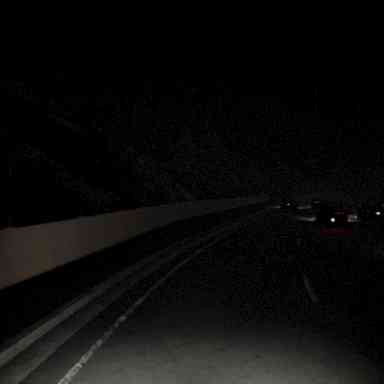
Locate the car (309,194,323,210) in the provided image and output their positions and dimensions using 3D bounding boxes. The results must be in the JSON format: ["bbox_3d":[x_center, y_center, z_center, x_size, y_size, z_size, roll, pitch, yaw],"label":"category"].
[{"bbox_3d":[15.618,1.393,40.976,2.128,1.511,4.902,1,0,19],"label":"car"}]

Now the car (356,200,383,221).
[{"bbox_3d":[14.410,1.536,26.509,1.994,1.385,4.181,1,0,19],"label":"car"}]

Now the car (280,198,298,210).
[{"bbox_3d":[12.160,1.433,41.680,1.994,1.385,4.181,1,0,19],"label":"car"}]

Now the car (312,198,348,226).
[{"bbox_3d":[9.555,1.458,23.038,1.837,1.490,4.892,1,1,18],"label":"car"}]
